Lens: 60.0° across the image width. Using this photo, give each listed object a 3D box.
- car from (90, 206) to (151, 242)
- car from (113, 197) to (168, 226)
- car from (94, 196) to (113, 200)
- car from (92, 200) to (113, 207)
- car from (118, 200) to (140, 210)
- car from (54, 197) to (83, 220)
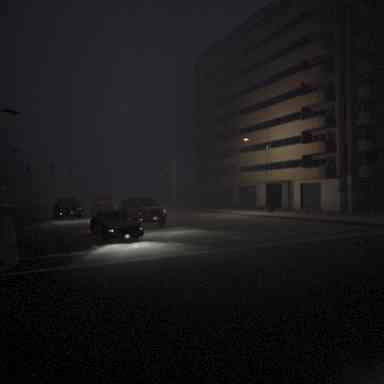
[{"bbox_3d":[-4.249,1.722,18.033,2.033,1.411,5.357,-1,0,-27],"label":"car"},{"bbox_3d":[-3.754,1.409,24.500,2.150,2.045,5.566,-1,0,-29],"label":"car"},{"bbox_3d":[-13.291,1.622,49.651,2.150,2.045,5.566,-1,0,-28],"label":"car"},{"bbox_3d":[-9.240,1.859,34.632,1.994,1.385,4.181,-1,0,-28],"label":"car"},{"bbox_3d":[-9.526,1.947,50.042,1.895,1.301,4.718,-1,0,-28],"label":"car"},{"bbox_3d":[-12.368,1.552,33.052,2.150,2.045,5.566,-1,0,-28],"label":"car"}]
